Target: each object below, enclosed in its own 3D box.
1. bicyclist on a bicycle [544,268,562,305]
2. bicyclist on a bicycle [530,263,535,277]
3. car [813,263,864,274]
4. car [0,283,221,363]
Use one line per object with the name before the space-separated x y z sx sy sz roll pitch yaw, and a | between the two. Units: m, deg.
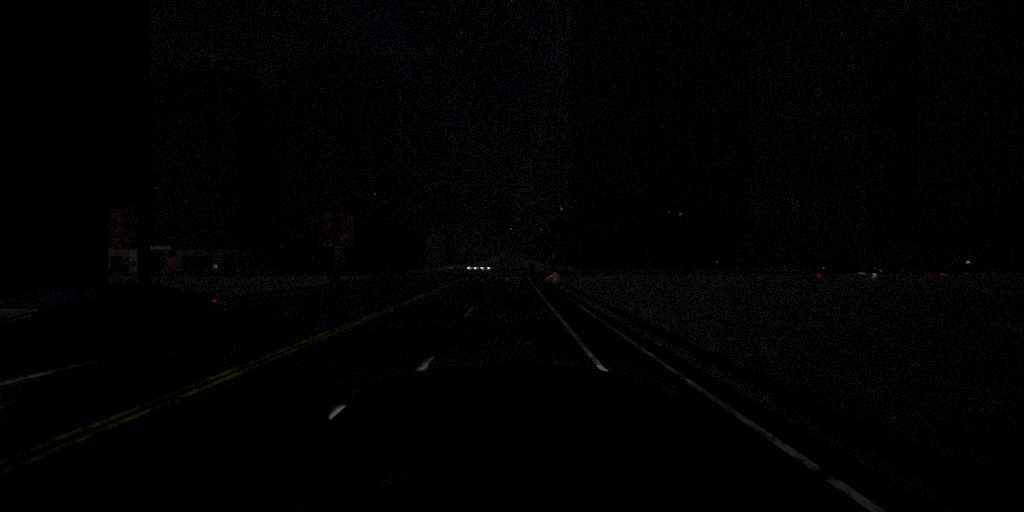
bicyclist on a bicycle | 1.834 1.325 15.867 0.866 1.612 1.509 5 -1 -7
bicyclist on a bicycle | 2.217 1.563 38.939 0.582 1.620 1.656 0 -1 -2
car | 39.366 1.537 43.643 4.674 1.442 1.812 0 0 0
car | -9.849 1.361 8.579 2.033 1.411 5.357 0 -1 0
